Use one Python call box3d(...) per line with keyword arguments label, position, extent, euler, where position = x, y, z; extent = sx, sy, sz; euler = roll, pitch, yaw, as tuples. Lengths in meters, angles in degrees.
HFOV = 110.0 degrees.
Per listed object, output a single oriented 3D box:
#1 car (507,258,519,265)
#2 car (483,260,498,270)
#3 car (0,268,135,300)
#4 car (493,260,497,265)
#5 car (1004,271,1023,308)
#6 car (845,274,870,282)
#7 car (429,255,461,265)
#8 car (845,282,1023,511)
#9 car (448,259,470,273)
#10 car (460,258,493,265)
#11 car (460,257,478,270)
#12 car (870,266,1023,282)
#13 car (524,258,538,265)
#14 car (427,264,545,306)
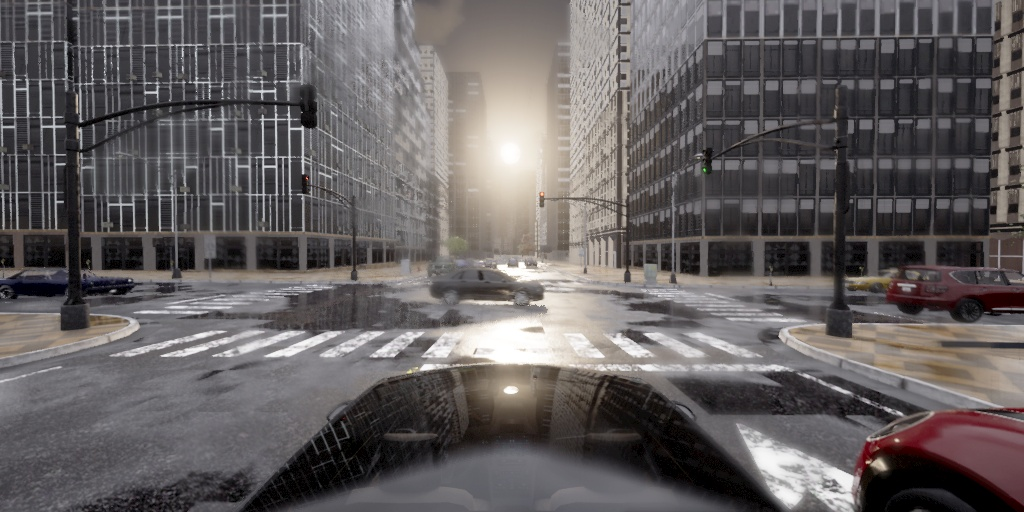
box3d(label="car", position=(0.206, 1.281, 63.368), extent=(1.994, 1.385, 4.181), euler=(0, 0, 0))
box3d(label="car", position=(-3.170, 1.273, 53.932), extent=(2.033, 1.411, 5.357), euler=(0, 0, 0))
box3d(label="car", position=(-19.753, 1.208, 15.828), extent=(4.718, 1.301, 1.895), euler=(1, 1, 1))
box3d(label="car", position=(-3.213, 1.335, 43.229), extent=(1.895, 1.301, 4.718), euler=(0, 0, 0))
box3d(label="car", position=(24.356, 1.477, 14.940), extent=(5.008, 1.535, 1.882), euler=(1, 1, 1))
box3d(label="car", position=(21.864, 1.414, 20.795), extent=(4.829, 1.417, 1.751), euler=(0, 0, 1))
box3d(label="car", position=(-6.483, 0.962, 34.190), extent=(2.150, 2.045, 5.566), euler=(0, 0, 0))
box3d(label="car", position=(3.253, 1.102, 0.416), extent=(2.097, 1.767, 4.553), euler=(0, 0, 0))
box3d(label="car", position=(-6.458, 1.211, 44.155), extent=(1.882, 1.535, 5.008), euler=(0, 0, 0))
box3d(label="car", position=(-3.242, 1.232, 33.948), extent=(2.128, 1.511, 4.902), euler=(0, 0, 1))
box3d(label="car", position=(-6.417, 1.078, 53.823), extent=(2.097, 1.767, 4.553), euler=(0, 0, 0))
box3d(label="car", position=(16.225, 1.284, 12.529), extent=(5.009, 1.841, 2.192), euler=(0, 0, 1))
box3d(label="car", position=(3.456, 1.318, 63.386), extent=(1.895, 1.301, 4.718), euler=(0, 0, 0))
box3d(label="car", position=(-1.039, 1.280, 15.439), extent=(4.892, 1.490, 1.837), euler=(1, 1, 1))
